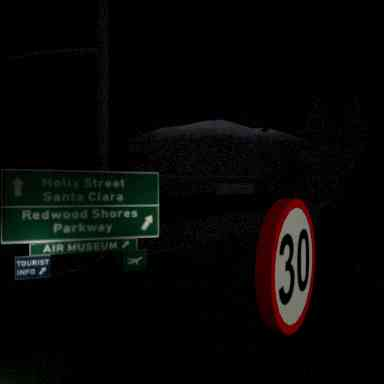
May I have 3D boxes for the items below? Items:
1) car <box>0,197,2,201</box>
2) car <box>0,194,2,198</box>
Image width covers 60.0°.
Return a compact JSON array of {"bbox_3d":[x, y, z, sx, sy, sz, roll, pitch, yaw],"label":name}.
[{"bbox_3d":[-12.447,1.505,26.033,1.905,1.878,3.866,0,0,35],"label":"car"},{"bbox_3d":[-38.761,1.489,69.909,4.514,1.523,2.007,0,0,35],"label":"car"}]
